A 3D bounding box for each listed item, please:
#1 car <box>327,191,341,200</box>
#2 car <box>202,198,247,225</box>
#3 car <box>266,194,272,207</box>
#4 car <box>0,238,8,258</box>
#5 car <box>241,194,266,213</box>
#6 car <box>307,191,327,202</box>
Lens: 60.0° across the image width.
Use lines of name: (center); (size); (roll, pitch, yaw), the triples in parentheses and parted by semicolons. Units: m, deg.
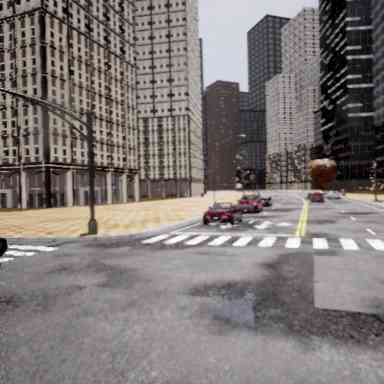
car: (24.242, 0.538, 57.103); (1.812, 1.442, 4.674); (-1, 0, 16)
car: (2.107, 1.383, 22.268); (1.994, 1.385, 4.181); (-1, 0, 20)
car: (8.936, 1.013, 41.636); (2.128, 1.511, 4.902); (-1, 0, 20)
car: (-8.120, 1.688, 10.475); (4.718, 1.301, 1.895); (-1, 1, 27)
car: (5.510, 1.024, 31.931); (2.097, 1.767, 4.553); (-1, 0, 19)
car: (18.492, 0.746, 49.229); (1.812, 1.442, 4.674); (-1, 0, 17)
